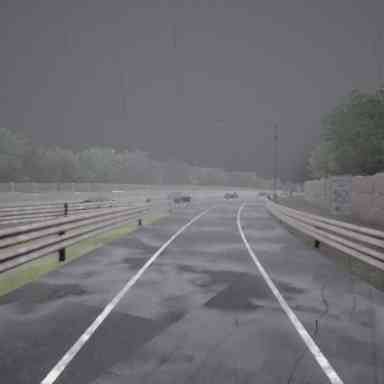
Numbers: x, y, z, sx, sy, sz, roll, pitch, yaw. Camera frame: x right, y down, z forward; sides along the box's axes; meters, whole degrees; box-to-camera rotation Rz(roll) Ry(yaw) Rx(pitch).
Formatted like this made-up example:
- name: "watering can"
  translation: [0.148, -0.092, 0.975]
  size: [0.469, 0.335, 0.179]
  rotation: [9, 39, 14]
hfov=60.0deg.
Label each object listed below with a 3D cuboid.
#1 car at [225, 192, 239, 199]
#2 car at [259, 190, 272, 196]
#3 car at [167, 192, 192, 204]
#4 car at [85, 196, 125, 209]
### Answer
- name: "car"
  translation: [8.175, 0.661, 68.495]
  size: [1.812, 1.442, 4.674]
  rotation: [1, 1, 26]
- name: "car"
  translation: [20.128, 0.358, 92.467]
  size: [2.097, 1.767, 4.553]
  rotation: [1, 0, 26]
- name: "car"
  translation: [-1.772, 0.790, 48.545]
  size: [2.097, 1.767, 4.553]
  rotation: [1, 1, 26]
- name: "car"
  translation: [-8.899, 1.167, 34.250]
  size: [2.128, 1.511, 4.902]
  rotation: [1, 1, 26]
